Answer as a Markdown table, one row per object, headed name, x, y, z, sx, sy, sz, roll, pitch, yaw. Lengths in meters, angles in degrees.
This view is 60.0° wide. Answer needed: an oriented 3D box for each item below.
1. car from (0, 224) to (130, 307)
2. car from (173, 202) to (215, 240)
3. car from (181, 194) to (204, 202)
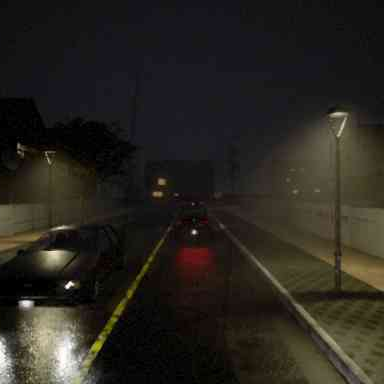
| name | x | y | z | sx | sy | sz | roll | pitch | yaw |
| --- | --- | --- | --- | --- | --- | --- | --- | --- | --- |
| car | -2.853 | 1.543 | 8.394 | 2.033 | 1.411 | 5.357 | 0 | 0 | 0 |
| car | 0.095 | 1.503 | 17.054 | 1.837 | 1.490 | 4.892 | 0 | 0 | 0 |
| car | 0.085 | 1.242 | 34.296 | 2.150 | 2.045 | 5.566 | 0 | 0 | 0 |
